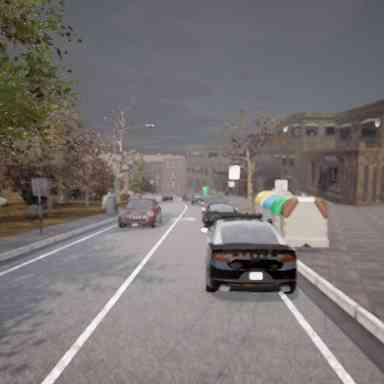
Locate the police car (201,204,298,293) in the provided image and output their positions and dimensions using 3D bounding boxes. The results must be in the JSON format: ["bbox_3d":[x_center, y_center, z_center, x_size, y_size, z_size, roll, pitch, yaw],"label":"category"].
[{"bbox_3d":[1.281,1.352,8.837,1.930,1.638,5.238,0,0,2],"label":"police car"}]

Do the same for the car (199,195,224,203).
[{"bbox_3d":[1.759,1.139,24.763,2.097,1.767,4.553,0,1,2],"label":"car"}]

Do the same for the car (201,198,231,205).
[{"bbox_3d":[1.579,1.318,18.771,1.882,1.535,5.008,0,0,2],"label":"car"}]

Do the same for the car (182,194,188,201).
[{"bbox_3d":[-0.656,1.008,61.035,1.994,1.385,4.181,-1,1,-11],"label":"car"}]

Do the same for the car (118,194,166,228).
[{"bbox_3d":[-3.032,1.166,20.255,2.097,1.767,4.553,0,1,2],"label":"car"}]

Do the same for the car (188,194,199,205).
[{"bbox_3d":[0.786,1.098,47.349,1.812,1.442,4.674,0,1,-4],"label":"car"}]

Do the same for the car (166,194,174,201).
[{"bbox_3d":[-4.485,1.094,62.310,1.895,1.301,4.718,-1,0,-9],"label":"car"}]
